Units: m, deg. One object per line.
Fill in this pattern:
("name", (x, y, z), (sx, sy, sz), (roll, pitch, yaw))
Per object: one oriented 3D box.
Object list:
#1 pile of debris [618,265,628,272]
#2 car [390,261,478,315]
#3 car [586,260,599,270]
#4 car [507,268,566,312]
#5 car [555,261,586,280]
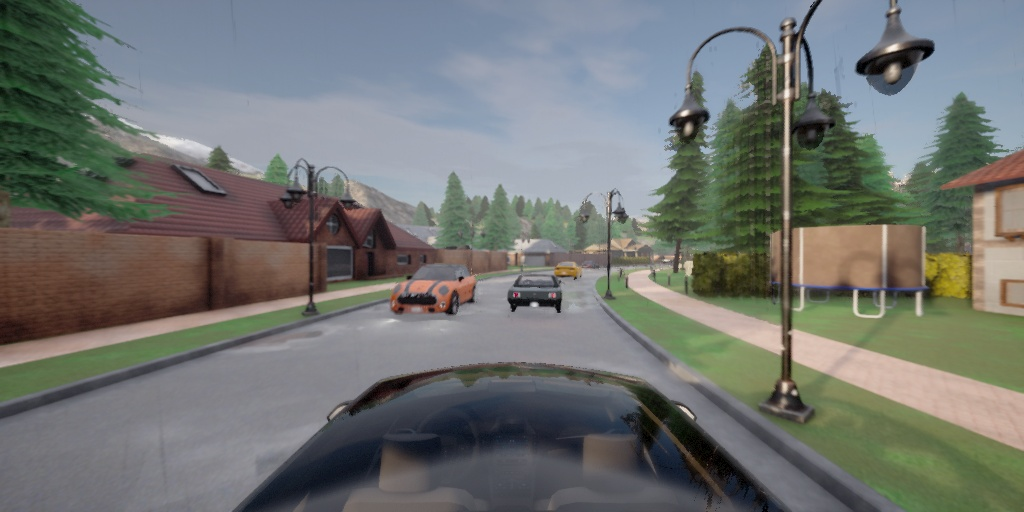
("pile of debris", (16.970, 1.977, 56.405), (1.500, 0.140, 1.860), (0, 0, 35))
("car", (-2.729, 1.088, 13.445), (2.097, 1.767, 4.553), (0, 0, 7))
("car", (11.724, 1.345, 54.639), (1.994, 1.385, 4.181), (0, 0, 32))
("car", (1.038, 1.352, 14.285), (1.895, 1.301, 4.718), (0, 0, 7))
("car", (5.046, 1.239, 31.776), (1.882, 1.535, 5.008), (0, 0, 18))
